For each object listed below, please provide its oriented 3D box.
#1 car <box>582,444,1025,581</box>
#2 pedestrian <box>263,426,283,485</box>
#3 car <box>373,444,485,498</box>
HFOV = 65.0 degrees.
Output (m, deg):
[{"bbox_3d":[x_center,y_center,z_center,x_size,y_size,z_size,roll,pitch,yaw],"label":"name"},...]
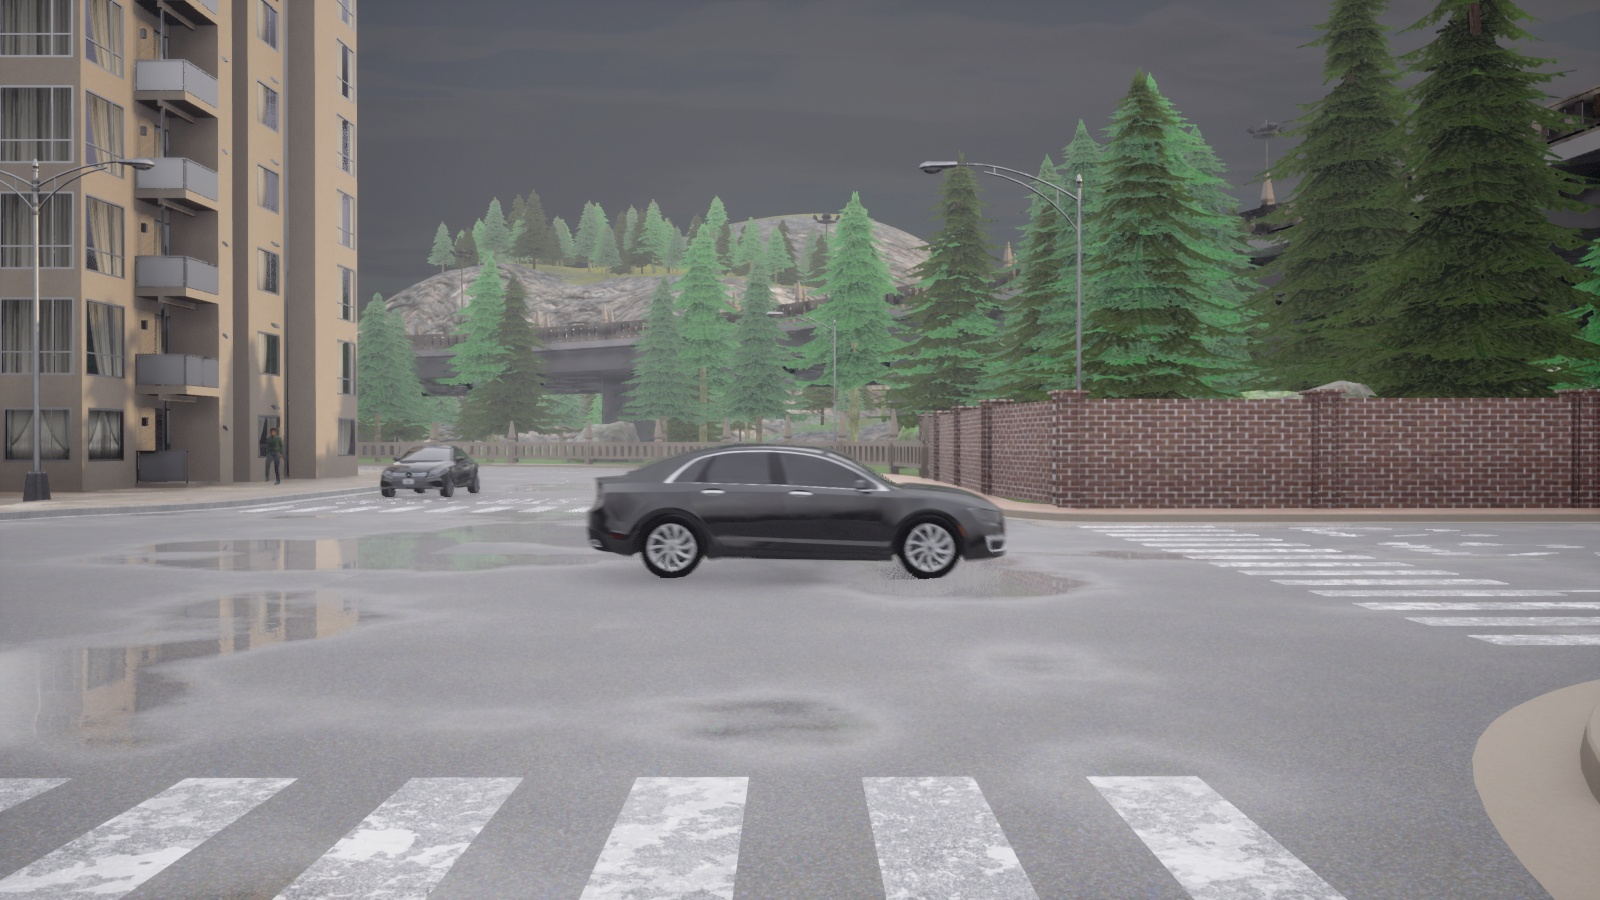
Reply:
[{"bbox_3d":[0.041,0.690,14.816,4.892,1.490,1.837,0,0,0],"label":"car"},{"bbox_3d":[-16.706,0.162,39.813,0.353,1.847,0.614,0,0,5],"label":"pedestrian"},{"bbox_3d":[-10.495,0.561,35.901,1.812,1.442,4.674,0,0,0],"label":"car"}]
